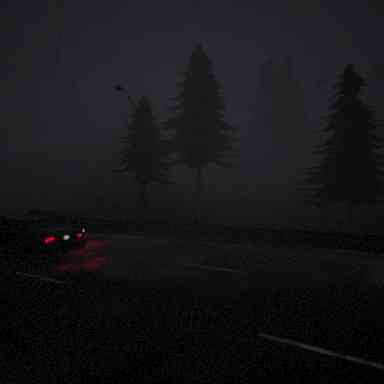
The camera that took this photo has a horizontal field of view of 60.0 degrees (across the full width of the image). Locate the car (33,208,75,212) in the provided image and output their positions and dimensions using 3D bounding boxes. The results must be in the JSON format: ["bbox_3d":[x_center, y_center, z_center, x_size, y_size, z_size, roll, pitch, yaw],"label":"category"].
[{"bbox_3d":[-7.309,1.547,16.487,4.892,1.490,1.837,0,-1,24],"label":"car"}]

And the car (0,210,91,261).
[{"bbox_3d":[-6.430,1.581,12.307,5.357,1.411,2.033,0,0,28],"label":"car"}]
